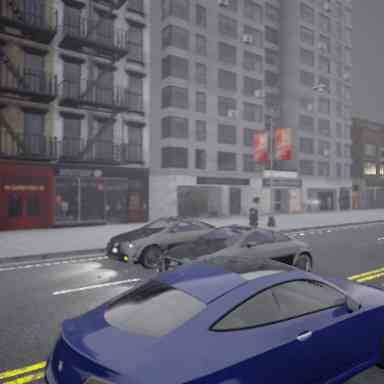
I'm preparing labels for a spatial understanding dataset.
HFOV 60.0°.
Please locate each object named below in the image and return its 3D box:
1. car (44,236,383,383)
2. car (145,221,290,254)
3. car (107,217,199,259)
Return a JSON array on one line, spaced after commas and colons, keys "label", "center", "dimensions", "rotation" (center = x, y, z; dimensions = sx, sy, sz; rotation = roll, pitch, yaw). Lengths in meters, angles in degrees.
[{"label": "car", "center": [0.780, 1.527, 3.998], "dimensions": [4.674, 1.442, 1.812], "rotation": [0, 0, -35]}, {"label": "car", "center": [1.192, 1.566, 8.523], "dimensions": [4.181, 1.385, 1.994], "rotation": [0, 0, -35]}, {"label": "car", "center": [-0.687, 1.566, 11.176], "dimensions": [4.181, 1.385, 1.994], "rotation": [0, 0, -35]}]
